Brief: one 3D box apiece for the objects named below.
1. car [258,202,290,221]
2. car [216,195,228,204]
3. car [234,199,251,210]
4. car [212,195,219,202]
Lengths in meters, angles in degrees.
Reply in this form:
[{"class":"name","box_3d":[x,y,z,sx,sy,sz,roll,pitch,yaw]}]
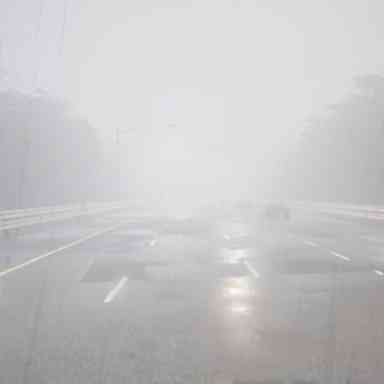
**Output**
[{"class":"car","box_3d":[7.029,1.626,28.792,1.837,1.490,4.892,0,0,0]},{"class":"car","box_3d":[7.281,2.054,77.181,1.812,1.442,4.674,0,-1,0]},{"class":"car","box_3d":[7.095,1.764,47.185,1.882,1.535,5.008,0,-1,0]},{"class":"car","box_3d":[7.410,2.187,92.227,1.812,1.442,4.674,0,-1,1]}]
